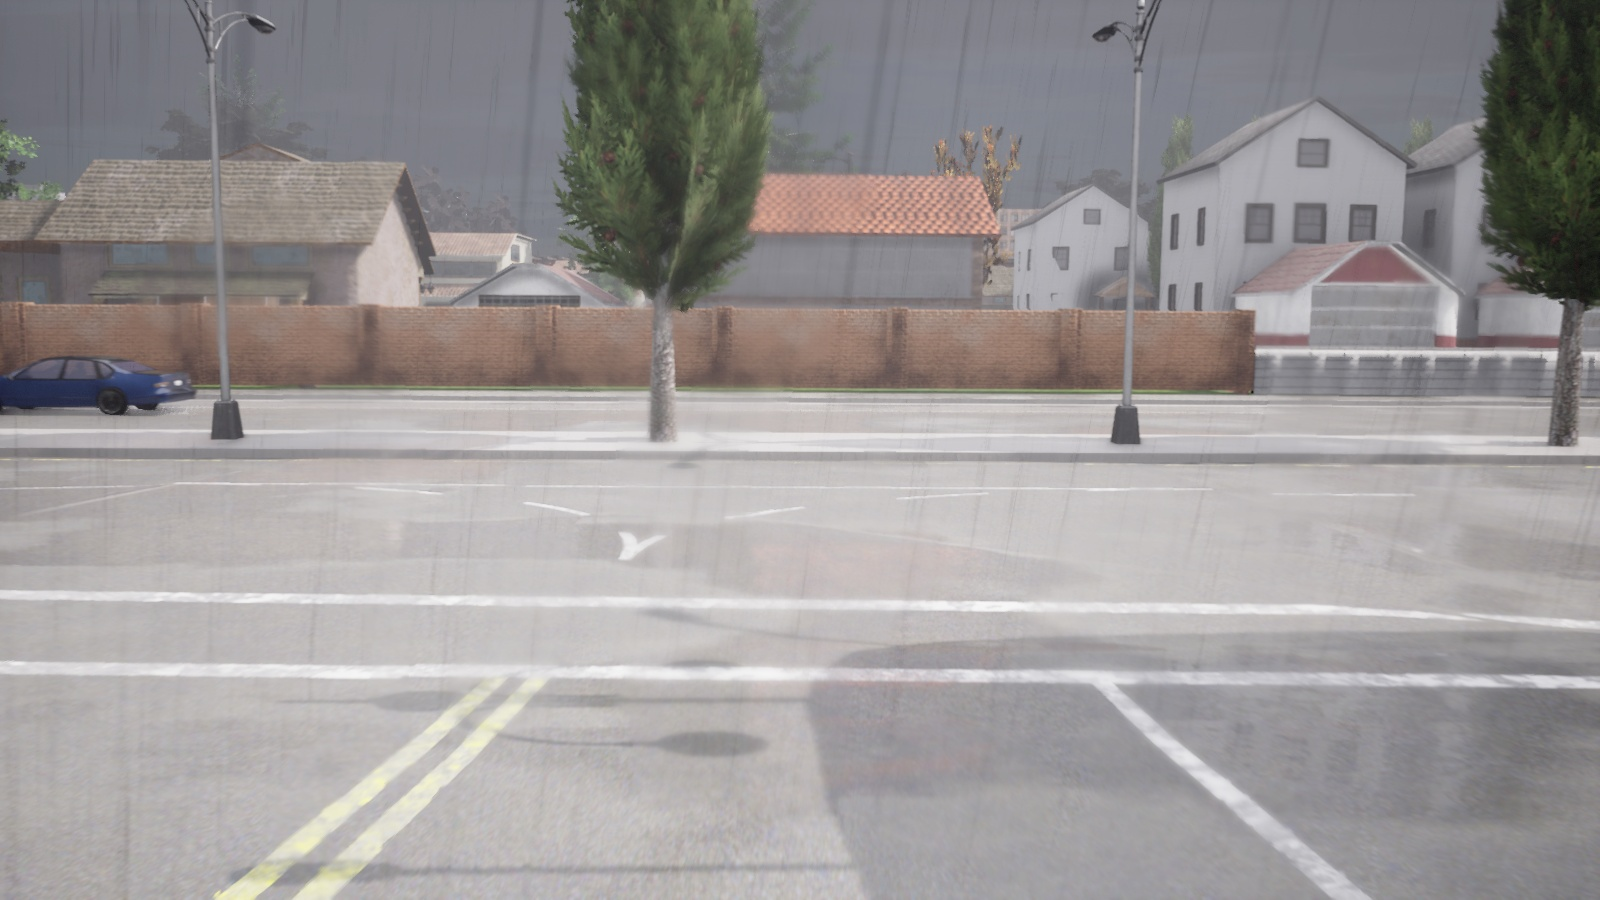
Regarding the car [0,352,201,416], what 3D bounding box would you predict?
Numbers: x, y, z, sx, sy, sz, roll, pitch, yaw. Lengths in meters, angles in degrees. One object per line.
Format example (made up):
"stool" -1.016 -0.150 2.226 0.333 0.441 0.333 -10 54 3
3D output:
"car" -17.871 -1.646 30.746 5.357 1.411 2.033 0 6 -1
